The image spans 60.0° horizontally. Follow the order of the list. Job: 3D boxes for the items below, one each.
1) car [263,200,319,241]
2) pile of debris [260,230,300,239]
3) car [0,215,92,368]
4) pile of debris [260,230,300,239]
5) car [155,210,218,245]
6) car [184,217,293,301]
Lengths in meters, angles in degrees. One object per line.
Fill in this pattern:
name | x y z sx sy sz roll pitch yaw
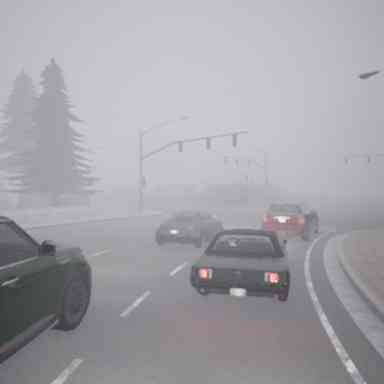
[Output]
car | 4.964 1.256 16.536 2.097 1.767 4.553 0 0 28
pile of debris | 4.342 2.082 16.305 1.500 0.140 1.860 0 0 29
car | -3.066 1.210 3.708 2.150 2.045 5.566 0 0 5
pile of debris | 4.342 2.082 16.305 1.500 0.140 1.860 0 0 29
car | 0.015 1.488 14.669 1.994 1.385 4.181 0 0 21
car | 1.403 1.556 8.297 1.895 1.301 4.718 0 0 14
